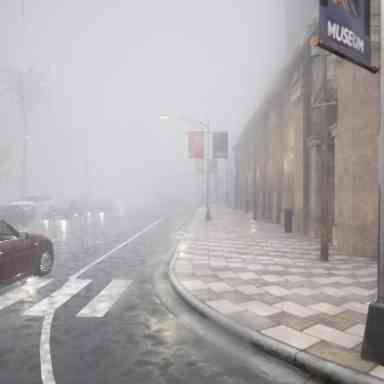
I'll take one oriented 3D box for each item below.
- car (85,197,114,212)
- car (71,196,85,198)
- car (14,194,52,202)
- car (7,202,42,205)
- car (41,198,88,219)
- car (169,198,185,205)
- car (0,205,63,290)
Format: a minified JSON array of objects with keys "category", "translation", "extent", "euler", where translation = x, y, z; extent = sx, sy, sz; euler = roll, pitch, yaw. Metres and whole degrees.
[{"category":"car","translation":[-10.760,1.522,39.513],"extent":[1.812,1.442,4.674],"euler":[0,0,3]},{"category":"car","translation":[-14.203,1.348,40.842],"extent":[2.097,1.767,4.553],"euler":[0,0,3]},{"category":"car","translation":[-14.692,1.218,30.529],"extent":[2.150,2.045,5.566],"euler":[0,0,3]},{"category":"car","translation":[-11.603,1.545,20.213],"extent":[2.033,1.411,5.357],"euler":[0,0,2]},{"category":"car","translation":[-11.224,1.523,29.634],"extent":[1.812,1.442,4.674],"euler":[0,0,3]},{"category":"car","translation":[-2.542,1.600,57.064],"extent":[1.895,1.301,4.718],"euler":[0,0,10]},{"category":"car","translation":[-4.952,1.339,7.454],"extent":[2.097,1.767,4.553],"euler":[0,0,2]}]
